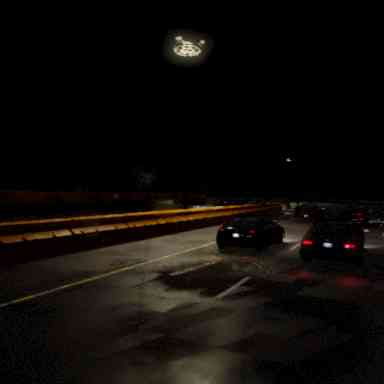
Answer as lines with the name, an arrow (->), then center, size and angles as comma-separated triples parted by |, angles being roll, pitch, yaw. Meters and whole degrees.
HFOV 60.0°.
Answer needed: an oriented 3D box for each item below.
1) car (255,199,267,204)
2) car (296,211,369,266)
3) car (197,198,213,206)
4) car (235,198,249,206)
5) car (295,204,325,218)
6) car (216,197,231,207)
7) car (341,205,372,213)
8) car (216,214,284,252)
car -> 12.757, 2.022, 61.170 | 1.812, 1.442, 4.674 | 1, 0, 19
car -> 5.303, 1.674, 12.220 | 2.033, 1.411, 5.357 | 0, 0, 29
car -> 2.525, 1.885, 63.592 | 1.882, 1.535, 5.008 | 1, 0, 19
car -> 9.341, 1.959, 61.990 | 2.128, 1.511, 4.902 | 0, 0, 19
car -> 10.219, 1.752, 28.587 | 1.882, 1.535, 5.008 | 0, 0, 28
car -> 5.956, 1.790, 62.882 | 2.097, 1.767, 4.553 | 0, 0, 19
car -> 12.945, 1.795, 26.268 | 1.837, 1.490, 4.892 | 0, 0, 28
car -> 2.691, 1.679, 14.714 | 1.994, 1.385, 4.181 | 0, 0, 29
